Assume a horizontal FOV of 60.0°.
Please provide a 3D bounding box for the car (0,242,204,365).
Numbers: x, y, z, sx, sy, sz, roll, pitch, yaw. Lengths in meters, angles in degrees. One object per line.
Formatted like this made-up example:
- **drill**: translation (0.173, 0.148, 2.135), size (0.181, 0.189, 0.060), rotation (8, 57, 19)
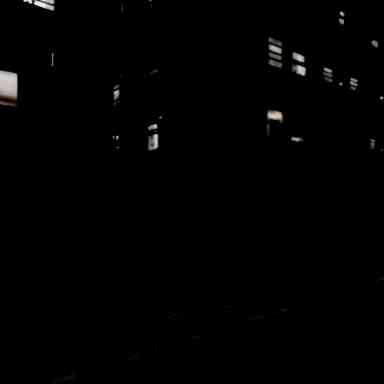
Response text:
- **car**: translation (-1.889, 1.548, 5.211), size (4.507, 1.381, 1.887), rotation (0, 0, -35)
